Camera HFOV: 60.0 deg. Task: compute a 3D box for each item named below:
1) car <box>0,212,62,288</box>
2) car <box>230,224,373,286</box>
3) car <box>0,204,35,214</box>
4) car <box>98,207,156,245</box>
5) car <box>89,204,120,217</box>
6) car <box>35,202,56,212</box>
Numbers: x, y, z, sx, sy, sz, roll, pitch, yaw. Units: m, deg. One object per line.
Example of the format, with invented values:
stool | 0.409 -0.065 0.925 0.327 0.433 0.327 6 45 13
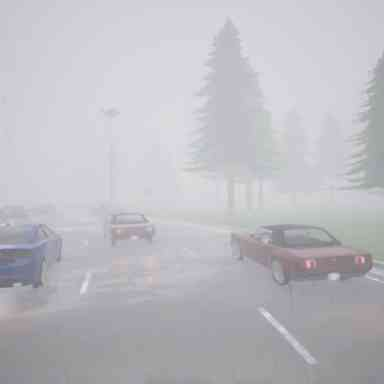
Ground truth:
car | -4.859 1.551 9.260 1.882 1.535 5.008 0 0 -14
car | 2.605 1.546 9.367 1.895 1.301 4.718 -1 0 -12
car | -15.826 1.789 29.394 2.033 1.411 5.357 -1 0 -37
car | -3.189 1.639 16.005 1.895 1.301 4.718 -1 0 -20
car | -7.809 1.703 30.394 1.895 1.301 4.718 -1 0 -37
car | -15.657 1.759 34.951 1.812 1.442 4.674 -1 0 -36
